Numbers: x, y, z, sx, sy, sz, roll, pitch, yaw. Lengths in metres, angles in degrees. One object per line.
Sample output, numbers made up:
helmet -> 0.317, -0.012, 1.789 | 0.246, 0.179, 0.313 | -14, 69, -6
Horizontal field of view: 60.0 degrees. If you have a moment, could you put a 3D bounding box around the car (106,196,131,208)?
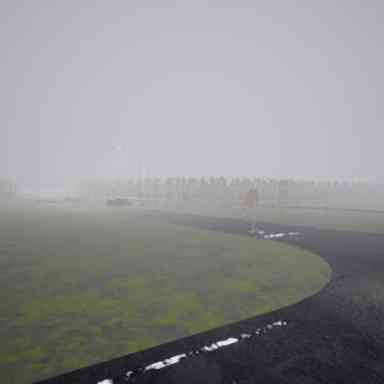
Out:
car -> -9.384, 1.254, 42.384 | 2.128, 1.511, 4.902 | 0, 0, -35

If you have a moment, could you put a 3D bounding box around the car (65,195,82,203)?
car -> -21.249, 1.207, 59.399 | 1.895, 1.301, 4.718 | 0, 0, -36
